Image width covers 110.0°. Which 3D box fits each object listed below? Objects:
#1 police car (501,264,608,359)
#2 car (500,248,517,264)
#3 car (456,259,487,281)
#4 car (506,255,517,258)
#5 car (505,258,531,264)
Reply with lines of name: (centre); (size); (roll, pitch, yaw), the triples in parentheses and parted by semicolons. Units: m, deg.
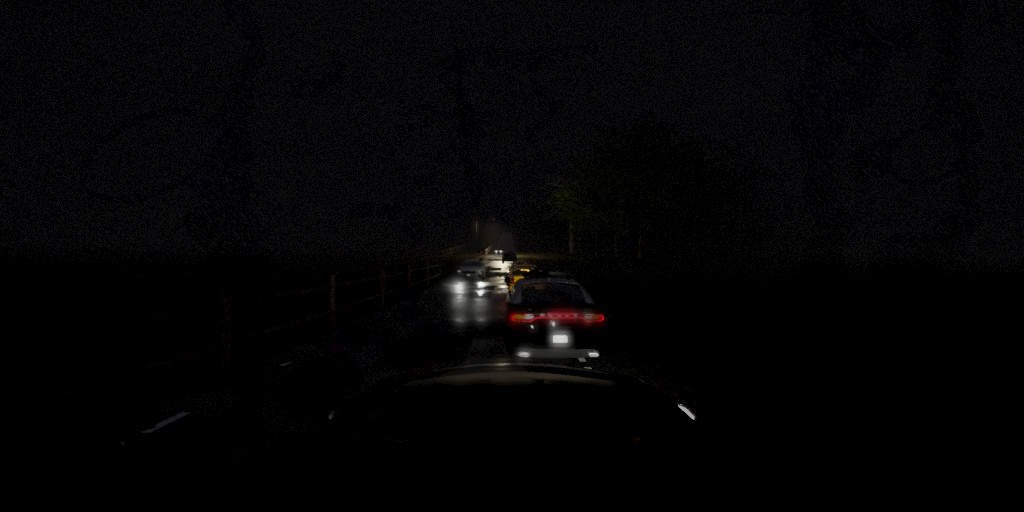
police car: (0.774, 1.149, 8.499); (1.930, 1.638, 5.238); (0, 0, 0)
car: (-0.356, 0.112, 51.823); (2.097, 1.767, 4.553); (0, 2, 0)
car: (-2.959, 0.991, 26.886); (1.812, 1.442, 4.674); (0, 1, 0)
car: (0.637, 0.969, 24.574); (1.801, 1.575, 5.366); (0, 1, 0)
car: (0.688, 1.072, 18.576); (1.801, 1.575, 5.366); (0, 1, 0)
